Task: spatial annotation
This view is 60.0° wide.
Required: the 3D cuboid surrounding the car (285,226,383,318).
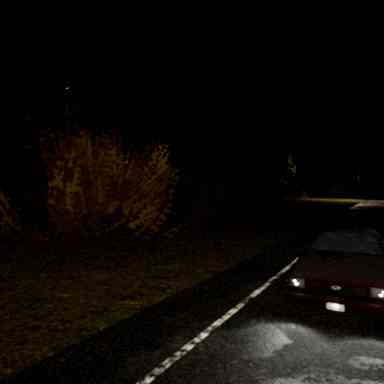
[{"bbox_3d":[3.740,1.547,7.914,2.033,1.411,5.357,0,0,30],"label":"car"}]
